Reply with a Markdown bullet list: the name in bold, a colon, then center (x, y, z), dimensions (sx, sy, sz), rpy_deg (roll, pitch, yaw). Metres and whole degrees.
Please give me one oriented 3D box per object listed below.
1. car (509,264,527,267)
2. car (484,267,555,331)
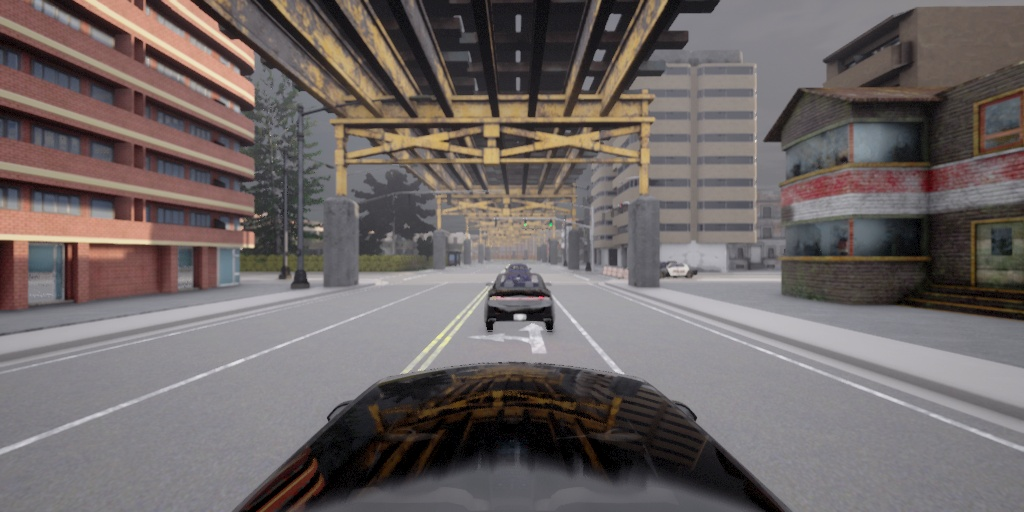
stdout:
- **car**: center (0.431, 1.286, 25.957), dimensions (1.812, 1.442, 4.674), rpy_deg (0, 0, 1)
- **car**: center (0.215, 1.251, 11.036), dimensions (2.128, 1.511, 4.902), rpy_deg (0, 0, 1)
